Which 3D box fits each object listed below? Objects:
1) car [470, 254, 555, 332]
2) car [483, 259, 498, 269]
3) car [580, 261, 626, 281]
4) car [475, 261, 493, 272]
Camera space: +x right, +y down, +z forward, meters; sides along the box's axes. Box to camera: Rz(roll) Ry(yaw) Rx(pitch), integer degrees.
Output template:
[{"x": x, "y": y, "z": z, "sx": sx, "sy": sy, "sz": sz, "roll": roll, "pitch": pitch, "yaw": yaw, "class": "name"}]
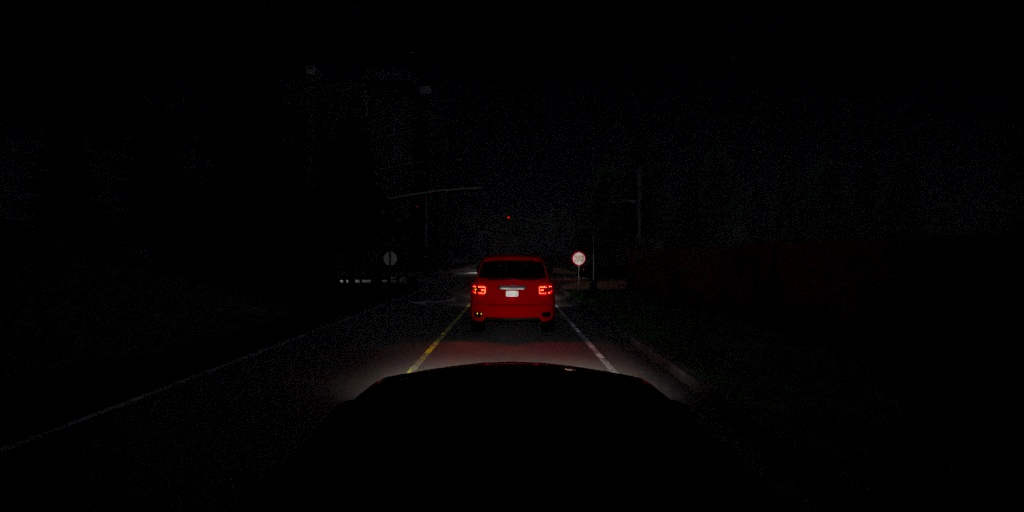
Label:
[{"x": 0.053, "y": 0.971, "z": 11.005, "sx": 2.150, "sy": 2.045, "sz": 5.566, "roll": 0, "pitch": 0, "yaw": 1, "class": "car"}, {"x": -3.515, "y": 1.241, "z": 59.648, "sx": 2.128, "sy": 1.511, "sz": 4.902, "roll": 0, "pitch": 0, "yaw": 0, "class": "car"}, {"x": 8.093, "y": 1.214, "z": 29.293, "sx": 5.008, "sy": 1.535, "sz": 1.882, "roll": 0, "pitch": 1, "yaw": 3, "class": "car"}, {"x": -3.510, "y": 1.314, "z": 45.815, "sx": 1.994, "sy": 1.385, "sz": 4.181, "roll": 0, "pitch": 0, "yaw": -1, "class": "car"}]
